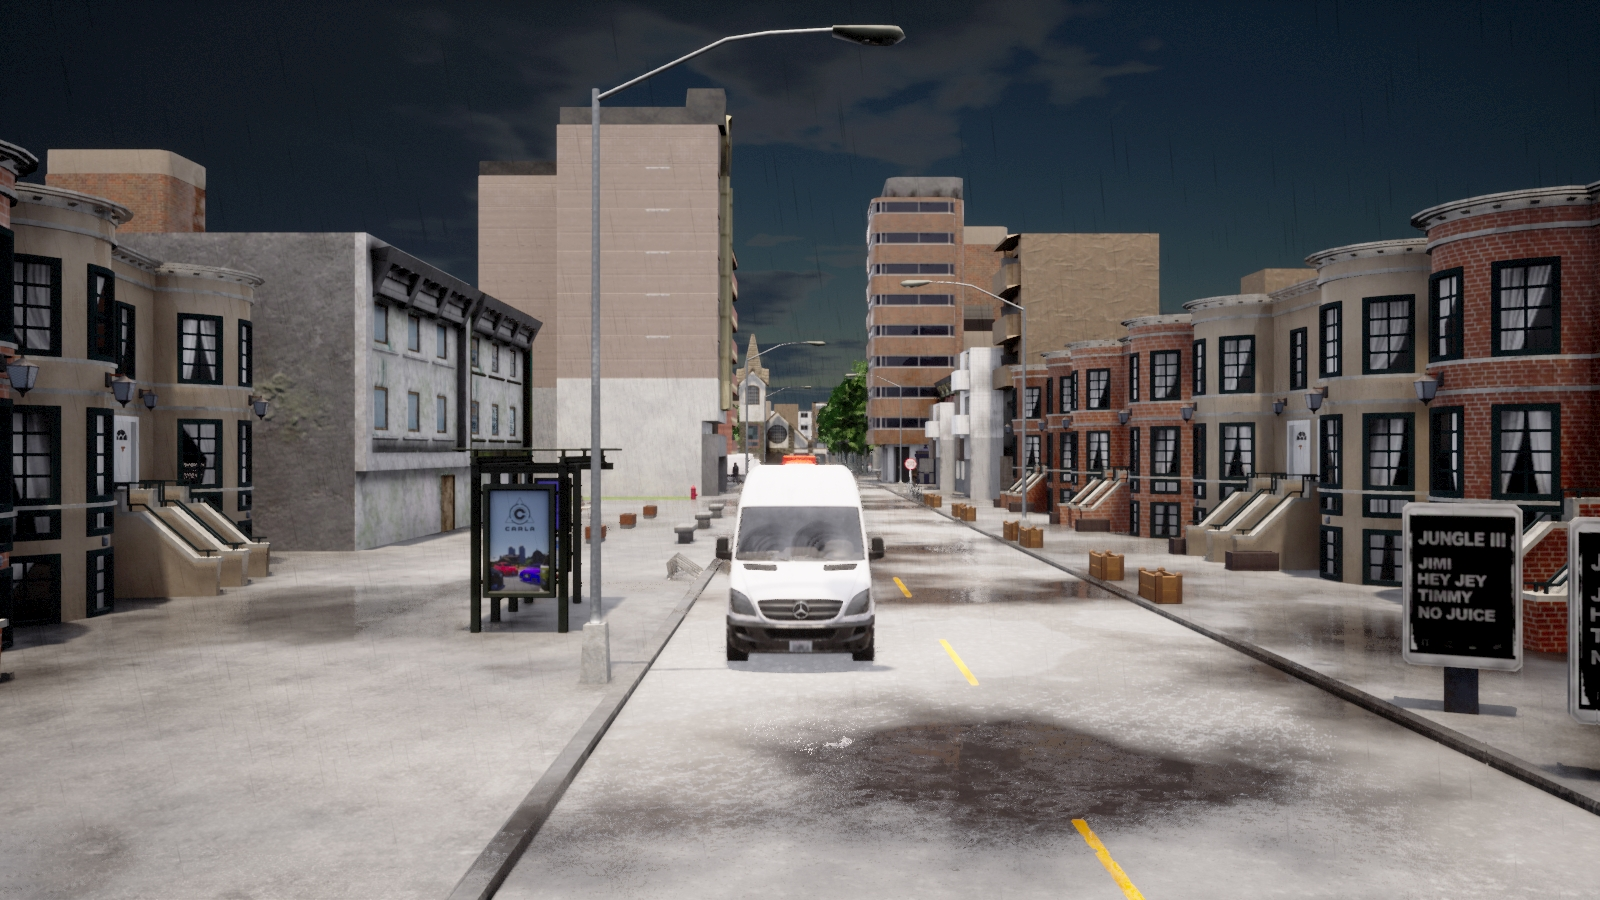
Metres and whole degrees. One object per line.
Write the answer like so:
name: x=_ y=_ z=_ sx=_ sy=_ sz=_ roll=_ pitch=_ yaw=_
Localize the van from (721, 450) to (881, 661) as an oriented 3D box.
van: x=0.009 y=1.317 z=17.194 sx=1.988 sy=2.561 sz=5.915 roll=0 pitch=1 yaw=0
